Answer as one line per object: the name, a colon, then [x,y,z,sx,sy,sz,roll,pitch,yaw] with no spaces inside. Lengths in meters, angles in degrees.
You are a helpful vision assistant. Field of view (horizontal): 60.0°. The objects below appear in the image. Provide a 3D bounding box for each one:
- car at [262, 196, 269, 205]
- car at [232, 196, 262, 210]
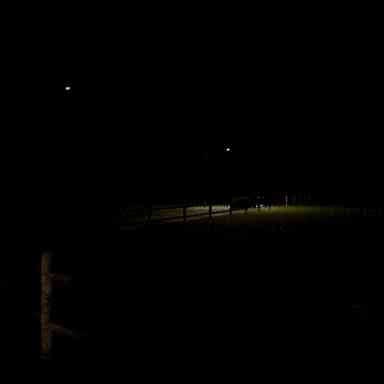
car: [10.888,1.319,52.764,1.994,1.385,4.181,0,0,31]
car: [6.253,1.277,39.530,1.882,1.535,5.008,0,0,31]
